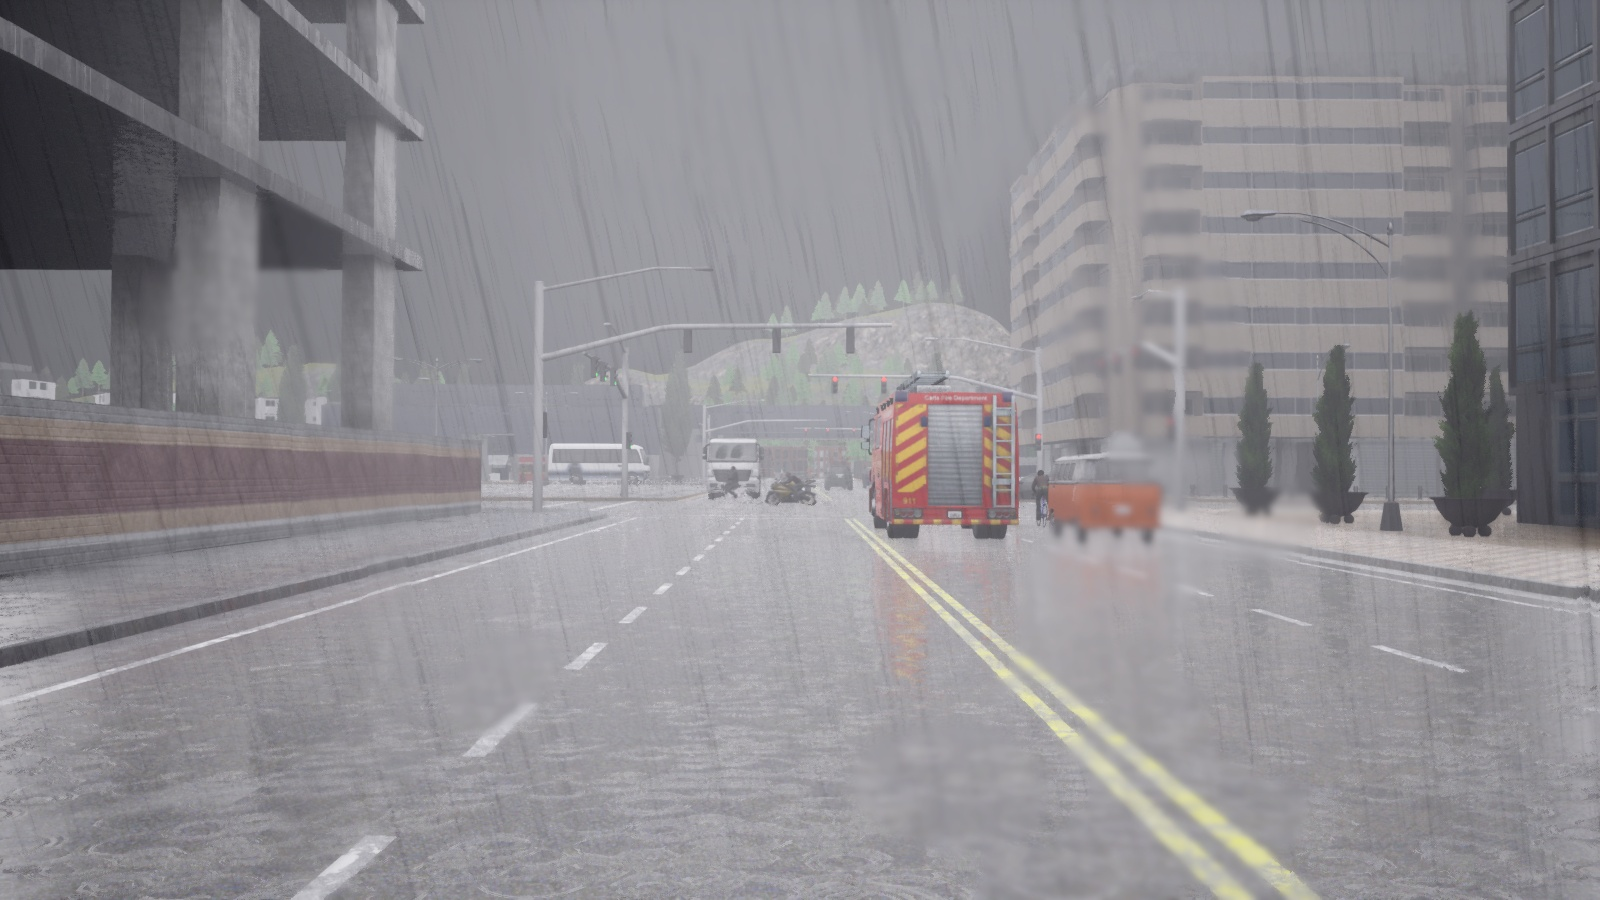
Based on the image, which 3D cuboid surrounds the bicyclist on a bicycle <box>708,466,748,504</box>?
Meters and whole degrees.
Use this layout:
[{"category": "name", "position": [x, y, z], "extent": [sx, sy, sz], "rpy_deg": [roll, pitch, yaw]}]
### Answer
[{"category": "bicyclist on a bicycle", "position": [-3.388, 1.657, 58.974], "extent": [1.843, 1.776, 0.659], "rpy_deg": [0, -1, -1]}]

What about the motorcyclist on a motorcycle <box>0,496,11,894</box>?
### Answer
[{"category": "motorcyclist on a motorcycle", "position": [-3.510, 0.927, 3.796], "extent": [0.866, 1.530, 2.191], "rpy_deg": [0, -1, 0]}]

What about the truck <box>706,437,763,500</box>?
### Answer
[{"category": "truck", "position": [-3.691, 1.064, 72.659], "extent": [2.891, 3.462, 7.936], "rpy_deg": [0, -1, 0]}]

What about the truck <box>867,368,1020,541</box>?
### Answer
[{"category": "truck", "position": [3.412, 0.173, 32.061], "extent": [2.891, 3.827, 8.468], "rpy_deg": [0, -1, 0]}]

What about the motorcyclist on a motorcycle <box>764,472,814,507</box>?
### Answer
[{"category": "motorcyclist on a motorcycle", "position": [-0.474, 1.751, 55.526], "extent": [2.191, 1.530, 0.866], "rpy_deg": [0, -1, -1]}]

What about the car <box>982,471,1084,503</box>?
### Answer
[{"category": "car", "position": [11.169, 1.765, 60.112], "extent": [4.674, 1.442, 1.812], "rpy_deg": [-1, -1, 14]}]

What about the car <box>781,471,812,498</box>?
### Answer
[{"category": "car", "position": [-0.190, 2.029, 73.717], "extent": [1.789, 1.549, 3.705], "rpy_deg": [0, -1, 0]}]

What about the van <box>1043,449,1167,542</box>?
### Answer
[{"category": "van", "position": [6.924, 1.021, 28.960], "extent": [1.775, 1.987, 4.442], "rpy_deg": [0, -1, 0]}]
